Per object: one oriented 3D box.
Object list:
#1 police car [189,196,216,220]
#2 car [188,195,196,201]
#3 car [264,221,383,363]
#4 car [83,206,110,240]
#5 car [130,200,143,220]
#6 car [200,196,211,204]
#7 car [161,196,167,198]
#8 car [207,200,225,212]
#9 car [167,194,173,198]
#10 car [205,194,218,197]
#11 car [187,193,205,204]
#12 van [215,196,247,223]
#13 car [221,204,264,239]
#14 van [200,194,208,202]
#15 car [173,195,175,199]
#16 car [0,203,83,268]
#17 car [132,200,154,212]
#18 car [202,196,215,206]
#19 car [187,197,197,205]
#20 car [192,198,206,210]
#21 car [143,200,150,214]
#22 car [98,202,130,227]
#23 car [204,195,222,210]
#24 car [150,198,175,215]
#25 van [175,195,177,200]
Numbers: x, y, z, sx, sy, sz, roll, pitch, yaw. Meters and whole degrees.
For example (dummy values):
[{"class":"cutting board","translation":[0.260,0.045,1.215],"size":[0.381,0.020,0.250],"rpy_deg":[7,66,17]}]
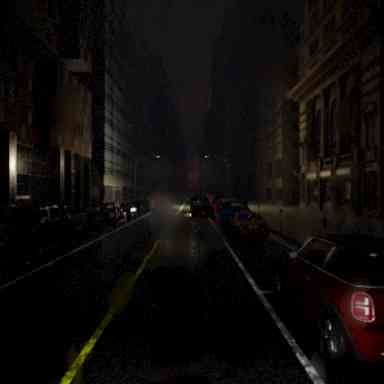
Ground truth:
[{"class":"police car","translation":[0.898,1.455,28.744],"size":[1.930,1.638,5.238],"rpy_deg":[0,0,0]},{"class":"car","translation":[-0.004,1.498,81.886],"size":[2.033,1.411,5.357],"rpy_deg":[0,0,0]},{"class":"car","translation":[2.759,1.446,5.890],"size":[1.967,1.590,4.097],"rpy_deg":[0,0,0]},{"class":"car","translation":[-5.766,1.598,17.079],"size":[1.802,1.307,4.206],"rpy_deg":[0,0,0]},{"class":"car","translation":[-5.767,1.580,28.283],"size":[2.008,1.369,4.403],"rpy_deg":[0,0,0]},{"class":"car","translation":[2.756,1.529,67.509],"size":[1.967,1.590,4.097],"rpy_deg":[0,0,0]},{"class":"car","translation":[-5.768,1.615,56.294],"size":[1.887,1.381,4.507],"rpy_deg":[0,0,0]},{"class":"car","translation":[2.758,1.626,39.500],"size":[1.802,1.307,4.206],"rpy_deg":[0,0,0]},{"class":"car","translation":[-5.770,1.538,73.100],"size":[1.967,1.590,4.097],"rpy_deg":[0,0,0]},{"class":"car","translation":[2.757,1.351,33.898],"size":[2.192,1.841,5.009],"rpy_deg":[0,0,0]},{"class":"car","translation":[0.851,1.265,38.663],"size":[2.150,2.045,5.566],"rpy_deg":[0,0,0]},{"class":"van","translation":[2.758,1.363,22.696],"size":[1.690,1.788,3.998],"rpy_deg":[0,0,0]},{"class":"car","translation":[2.759,1.542,17.264],"size":[1.752,1.417,4.829],"rpy_deg":[0,0,0]},{"class":"van","translation":[2.755,1.448,78.712],"size":[1.690,1.788,3.998],"rpy_deg":[0,0,0]},{"class":"car","translation":[-5.769,1.652,78.701],"size":[1.887,1.381,4.507],"rpy_deg":[0,0,0]},{"class":"car","translation":[-5.766,1.326,11.477],"size":[2.192,1.841,5.009],"rpy_deg":[0,0,0]},{"class":"car","translation":[-5.767,1.610,39.487],"size":[1.947,1.339,4.313],"rpy_deg":[0,0,0]},{"class":"car","translation":[2.757,1.510,56.305],"size":[1.967,1.590,4.097],"rpy_deg":[0,0,0]},{"class":"car","translation":[-0.003,1.646,63.754],"size":[1.994,1.385,4.181],"rpy_deg":[0,0,0]},{"class":"car","translation":[0.898,1.578,44.634],"size":[1.812,1.442,4.674],"rpy_deg":[0,0,0]},{"class":"car","translation":[-5.767,1.602,33.885],"size":[1.947,1.339,4.313],"rpy_deg":[0,0,0]},{"class":"car","translation":[-5.767,1.463,22.681],"size":[1.967,1.590,4.097],"rpy_deg":[0,0,0]},{"class":"car","translation":[2.757,1.367,45.102],"size":[2.192,1.841,5.009],"rpy_deg":[0,0,0]},{"class":"car","translation":[-3.099,1.639,35.138],"size":[1.895,1.301,4.718],"rpy_deg":[0,0,0]},{"class":"van","translation":[-5.771,1.467,89.907],"size":[1.690,1.788,3.998],"rpy_deg":[0,0,0]}]
